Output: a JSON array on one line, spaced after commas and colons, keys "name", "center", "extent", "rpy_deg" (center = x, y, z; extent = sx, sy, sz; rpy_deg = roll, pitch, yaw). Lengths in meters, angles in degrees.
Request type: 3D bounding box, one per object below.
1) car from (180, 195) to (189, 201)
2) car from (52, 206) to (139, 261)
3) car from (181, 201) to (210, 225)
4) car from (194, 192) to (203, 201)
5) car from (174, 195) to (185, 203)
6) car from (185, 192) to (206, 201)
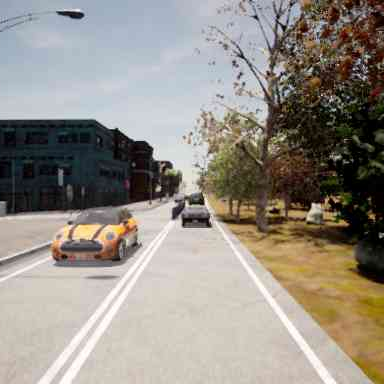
[{"name": "car", "center": [-1.704, 1.314, 77.556], "extent": [1.895, 1.301, 4.718], "rpy_deg": [0, 0, 2]}, {"name": "car", "center": [-3.286, 1.349, 12.137], "extent": [2.097, 1.767, 4.553], "rpy_deg": [0, 0, 1]}, {"name": "car", "center": [0.251, 1.587, 23.702], "extent": [1.895, 1.301, 4.718], "rpy_deg": [0, 0, 1]}, {"name": "car", "center": [1.614, 0.927, 79.683], "extent": [2.150, 2.045, 5.566], "rpy_deg": [0, 0, 2]}, {"name": "car", "center": [-2.248, 1.370, 61.791], "extent": [2.033, 1.411, 5.357], "rpy_deg": [0, 0, 3]}, {"name": "car", "center": [0.629, 1.144, 44.236], "extent": [2.150, 2.045, 5.566], "rpy_deg": [0, 0, 1]}]
